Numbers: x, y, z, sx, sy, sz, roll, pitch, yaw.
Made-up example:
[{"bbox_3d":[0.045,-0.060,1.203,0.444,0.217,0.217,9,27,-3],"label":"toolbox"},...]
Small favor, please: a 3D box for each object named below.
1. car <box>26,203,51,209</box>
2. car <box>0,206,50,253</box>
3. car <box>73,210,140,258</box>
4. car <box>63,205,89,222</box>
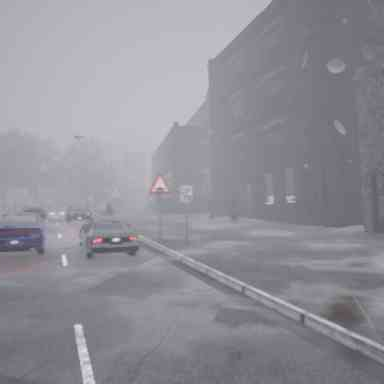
[{"bbox_3d":[-12.712,1.643,27.075,1.837,1.490,4.892,0,1,-22],"label":"car"},{"bbox_3d":[-7.158,1.601,13.945,1.882,1.535,5.008,1,0,-22],"label":"car"},{"bbox_3d":[-3.540,1.690,13.676,2.033,1.411,5.357,1,0,-22],"label":"car"},{"bbox_3d":[-9.647,1.764,28.162,1.895,1.301,4.718,1,0,-22],"label":"car"}]
